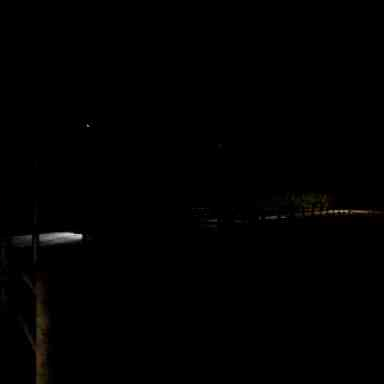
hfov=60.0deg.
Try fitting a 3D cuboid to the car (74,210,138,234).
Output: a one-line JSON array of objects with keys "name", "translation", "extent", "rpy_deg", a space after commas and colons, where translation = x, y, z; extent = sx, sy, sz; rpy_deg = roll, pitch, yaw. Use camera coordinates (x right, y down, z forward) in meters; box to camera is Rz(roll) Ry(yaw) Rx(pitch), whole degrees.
[{"name": "car", "translation": [-5.370, 1.843, 21.313], "extent": [1.994, 1.385, 4.181], "rpy_deg": [1, -1, 35]}]

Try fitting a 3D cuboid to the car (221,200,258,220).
[{"name": "car", "translation": [5.355, 1.926, 36.492], "extent": [2.150, 2.045, 5.566], "rpy_deg": [1, -1, 35]}]
